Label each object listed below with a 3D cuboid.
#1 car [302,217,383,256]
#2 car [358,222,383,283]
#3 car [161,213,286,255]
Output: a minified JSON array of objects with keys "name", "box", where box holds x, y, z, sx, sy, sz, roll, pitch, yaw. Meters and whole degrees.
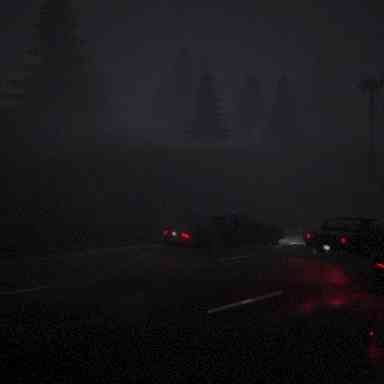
[{"name":"car","box":[6.387,1.600,12.601,4.718,1.301,1.895,0,0,-35]},{"name":"car","box":[6.295,1.525,8.241,4.674,1.442,1.812,0,0,-35]},{"name":"car","box":[1.409,1.548,13.347,5.357,1.411,2.033,0,0,-36]}]
